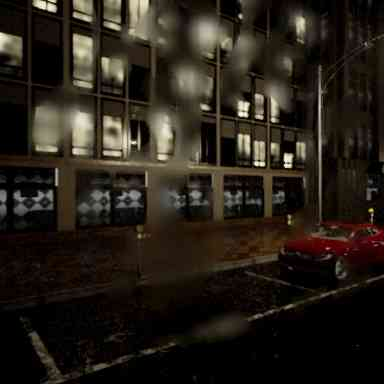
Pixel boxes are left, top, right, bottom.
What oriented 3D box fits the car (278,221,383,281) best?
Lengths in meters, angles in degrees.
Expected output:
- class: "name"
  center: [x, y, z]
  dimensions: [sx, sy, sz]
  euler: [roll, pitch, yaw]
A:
- class: "car"
  center: [4.334, 1.523, 9.646]
  dimensions: [4.206, 1.307, 1.802]
  euler: [0, 1, -36]
